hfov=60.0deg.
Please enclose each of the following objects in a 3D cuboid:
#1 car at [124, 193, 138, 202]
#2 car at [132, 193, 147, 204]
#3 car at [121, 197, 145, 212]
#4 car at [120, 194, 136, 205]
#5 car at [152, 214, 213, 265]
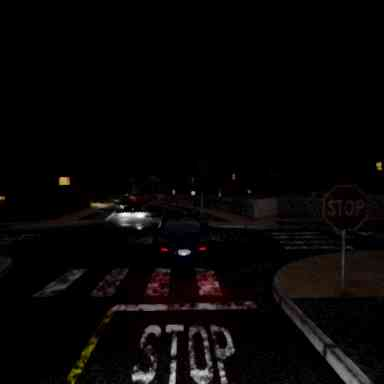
[{"bbox_3d":[-12.705,1.150,69.573,2.097,1.767,4.553,-1,0,-21],"label":"car"},{"bbox_3d":[-9.441,1.239,59.999,2.097,1.767,4.553,0,0,-18],"label":"car"},{"bbox_3d":[-6.593,1.488,36.907,1.895,1.301,4.718,0,0,-11],"label":"car"},{"bbox_3d":[-10.824,1.465,54.671,1.994,1.385,4.181,0,0,-16],"label":"car"},{"bbox_3d":[-0.372,1.471,11.369,1.812,1.442,4.674,-1,0,-4],"label":"car"}]
